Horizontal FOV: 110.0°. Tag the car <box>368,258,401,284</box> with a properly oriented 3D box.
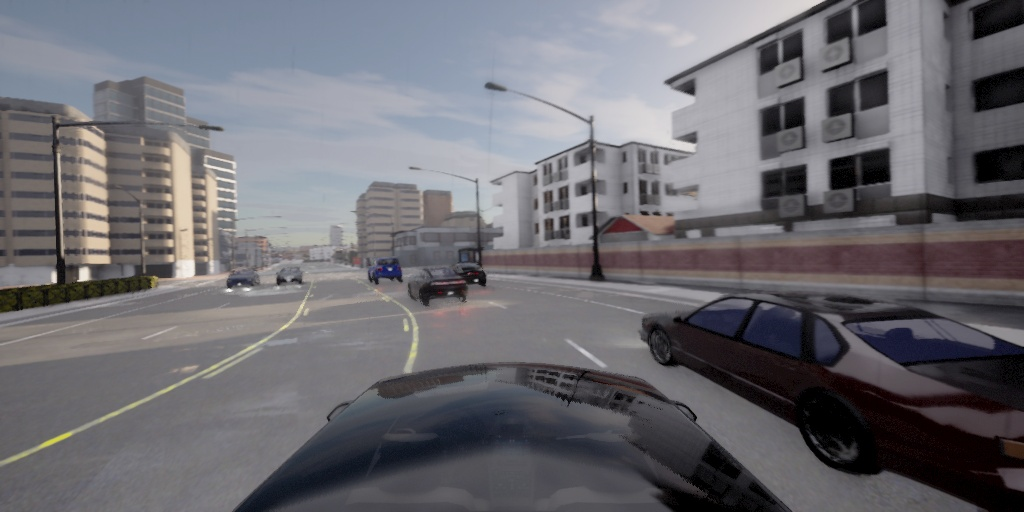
[{"bbox_3d":[-10.811,1.184,30.485,2.150,2.045,5.566,-2,0,-28],"label":"car"}]

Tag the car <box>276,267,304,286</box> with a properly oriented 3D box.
[{"bbox_3d":[-19.503,1.739,31.661,2.128,1.511,4.902,-2,0,-28],"label":"car"}]

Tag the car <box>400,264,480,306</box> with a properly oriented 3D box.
[{"bbox_3d":[-3.463,1.283,16.273,2.128,1.511,4.902,-2,0,-26],"label":"car"}]

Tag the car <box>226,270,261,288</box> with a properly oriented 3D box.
[{"bbox_3d":[-23.234,1.920,31.244,2.033,1.411,5.357,-2,0,-28],"label":"car"}]

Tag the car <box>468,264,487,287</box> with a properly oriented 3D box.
[{"bbox_3d":[-3.225,1.250,23.528,1.837,1.490,4.892,-2,0,-27],"label":"car"}]

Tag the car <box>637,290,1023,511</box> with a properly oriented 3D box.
[{"bbox_3d":[3.569,1.163,4.592,2.033,1.411,5.357,-2,0,-5],"label":"car"}]
